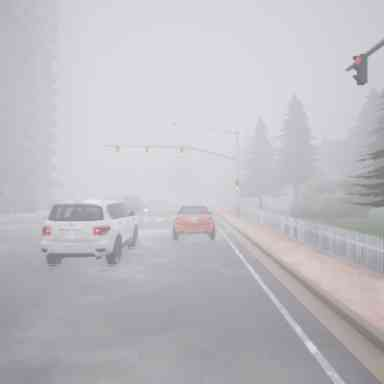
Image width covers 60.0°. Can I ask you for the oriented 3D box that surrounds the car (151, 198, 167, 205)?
[{"bbox_3d":[-7.151,1.854,67.569,2.033,1.411,5.357,0,0,-39],"label":"car"}]

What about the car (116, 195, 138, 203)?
[{"bbox_3d":[-14.631,1.609,74.852,4.553,1.767,2.097,0,0,32],"label":"car"}]

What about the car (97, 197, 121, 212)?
[{"bbox_3d":[-10.694,1.550,43.170,2.097,1.767,4.553,0,0,-2],"label":"car"}]

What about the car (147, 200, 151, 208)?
[{"bbox_3d":[-7.552,1.754,49.904,1.812,1.442,4.674,0,0,-6],"label":"car"}]

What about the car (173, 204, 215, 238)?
[{"bbox_3d":[0.095,1.439,18.247,2.097,1.767,4.553,0,0,0],"label":"car"}]

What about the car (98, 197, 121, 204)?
[{"bbox_3d":[-18.065,1.804,72.955,5.008,1.535,1.882,0,0,32],"label":"car"}]

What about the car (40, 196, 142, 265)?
[{"bbox_3d":[-3.406,1.291,12.064,2.150,2.045,5.566,0,0,0],"label":"car"}]

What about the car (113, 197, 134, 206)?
[{"bbox_3d":[-13.219,1.784,63.995,2.128,1.511,4.902,0,0,-39],"label":"car"}]

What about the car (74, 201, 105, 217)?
[{"bbox_3d":[-10.588,1.722,34.621,1.994,1.385,4.181,0,0,0],"label":"car"}]

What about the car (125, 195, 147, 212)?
[{"bbox_3d":[-7.070,1.399,38.713,2.150,2.045,5.566,0,0,1],"label":"car"}]

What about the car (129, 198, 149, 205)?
[{"bbox_3d":[-10.570,1.865,66.297,1.994,1.385,4.181,0,0,-39],"label":"car"}]

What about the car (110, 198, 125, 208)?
[{"bbox_3d":[-12.410,1.757,55.129,1.837,1.490,4.892,0,-1,-21],"label":"car"}]
